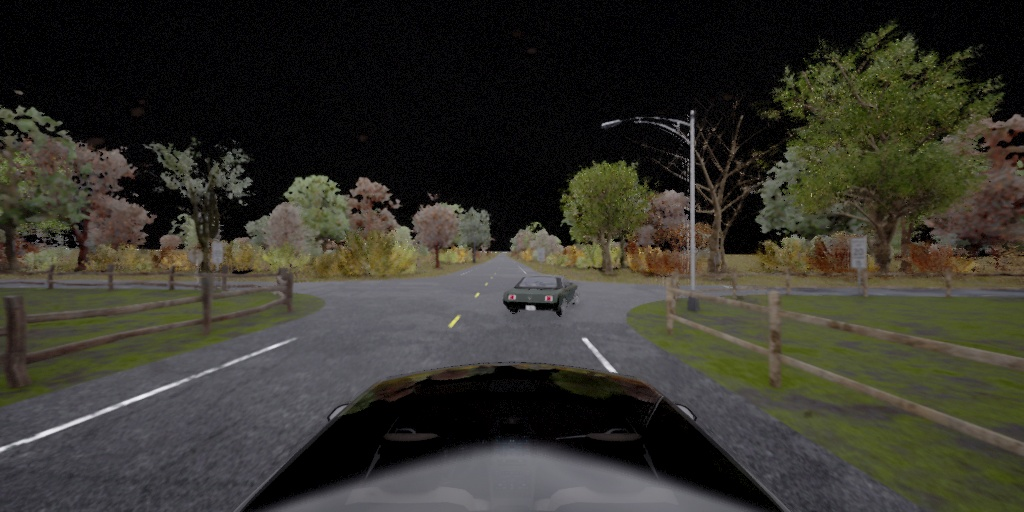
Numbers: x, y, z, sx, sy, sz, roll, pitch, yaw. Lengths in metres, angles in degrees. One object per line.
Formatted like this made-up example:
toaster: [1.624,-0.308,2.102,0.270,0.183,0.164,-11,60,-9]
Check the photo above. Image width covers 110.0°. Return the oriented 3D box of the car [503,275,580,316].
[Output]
car: [1.311,1.359,13.477,1.895,1.301,4.718,0,0,19]
